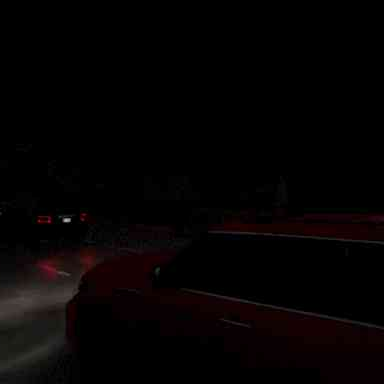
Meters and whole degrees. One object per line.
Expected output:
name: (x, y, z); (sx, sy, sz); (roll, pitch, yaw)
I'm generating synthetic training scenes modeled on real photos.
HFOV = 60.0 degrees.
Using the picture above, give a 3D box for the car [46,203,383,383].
car: (1.048, 1.223, 3.338); (5.566, 2.045, 2.150); (0, 0, 38)

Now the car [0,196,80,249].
car: (-6.738, 1.184, 14.796); (2.150, 2.045, 5.566); (0, 0, -45)
